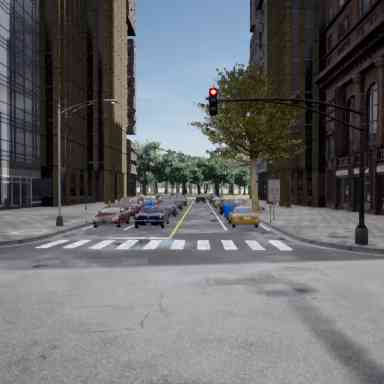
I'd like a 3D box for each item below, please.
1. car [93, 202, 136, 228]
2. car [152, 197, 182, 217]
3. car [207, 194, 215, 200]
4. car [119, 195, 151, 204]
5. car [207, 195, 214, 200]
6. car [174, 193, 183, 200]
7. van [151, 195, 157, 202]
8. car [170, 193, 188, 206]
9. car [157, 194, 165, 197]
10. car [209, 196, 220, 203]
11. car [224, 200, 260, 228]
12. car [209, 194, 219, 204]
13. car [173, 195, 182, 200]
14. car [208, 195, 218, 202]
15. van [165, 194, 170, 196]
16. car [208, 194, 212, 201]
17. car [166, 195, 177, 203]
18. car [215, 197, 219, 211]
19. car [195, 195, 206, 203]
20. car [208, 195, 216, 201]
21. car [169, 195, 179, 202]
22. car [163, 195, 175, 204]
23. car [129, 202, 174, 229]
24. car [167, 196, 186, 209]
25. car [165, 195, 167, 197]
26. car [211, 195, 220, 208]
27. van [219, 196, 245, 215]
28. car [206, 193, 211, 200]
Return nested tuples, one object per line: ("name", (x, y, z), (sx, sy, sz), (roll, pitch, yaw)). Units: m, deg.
("car", (-5.202, 1.565, 21.968), (1.802, 1.307, 4.206), (-1, 0, 1))
("car", (-2.299, 1.474, 31.238), (1.837, 1.490, 4.892), (0, 0, 2))
("car", (4.831, 1.356, 84.395), (1.752, 1.417, 4.829), (0, 0, 1))
("car", (-5.068, 1.290, 27.647), (2.192, 1.841, 5.009), (-1, 0, 1))
("car", (4.965, 1.379, 89.903), (1.947, 1.339, 4.313), (0, 0, 1))
("car", (-3.560, 1.128, 90.104), (2.192, 1.841, 5.009), (0, 0, 1))
("van", (-4.931, 1.307, 33.325), (1.690, 1.788, 3.998), (-1, 0, 1))
("car", (-1.777, 1.276, 51.118), (2.097, 1.767, 4.553), (0, 0, 2))
("car", (-4.794, 1.269, 39.003), (2.192, 1.841, 5.009), (-1, 0, 1))
("car", (4.416, 1.431, 67.193), (2.008, 1.369, 4.403), (-1, 0, 1))
("car", (3.324, 1.508, 21.941), (1.752, 1.417, 4.829), (-1, 0, 1))
("car", (4.006, 1.471, 50.160), (1.887, 1.381, 4.507), (-1, 0, 1))
("car", (-3.695, 1.375, 84.427), (1.887, 1.381, 4.507), (0, 0, 1))
("car", (4.554, 1.415, 72.870), (2.008, 1.369, 4.403), (-1, 0, 1))
("van", (-4.382, 1.253, 56.037), (1.690, 1.788, 3.998), (0, 0, 1))
("car", (4.143, 1.462, 55.838), (2.008, 1.369, 4.403), (-1, 0, 1))
("car", (-4.106, 1.425, 67.393), (1.887, 1.381, 4.507), (0, 0, 1))
("car", (3.595, 1.531, 33.128), (1.947, 1.339, 4.313), (-1, 0, 1))
("car", (1.725, 1.385, 65.774), (1.837, 1.490, 4.892), (0, -1, 1))
("car", (4.691, 1.430, 78.548), (1.802, 1.307, 4.206), (0, 0, 1))
("car", (-3.969, 1.446, 73.071), (1.802, 1.307, 4.206), (0, 0, 1))
("car", (-4.244, 1.336, 61.715), (1.967, 1.590, 4.097), (0, 0, 1))
("car", (-2.529, 1.584, 21.901), (1.895, 1.301, 4.718), (0, 0, 1))
("car", (-2.070, 1.551, 40.609), (1.895, 1.301, 4.718), (0, 0, 1))
("car", (-4.654, 1.491, 44.682), (2.008, 1.369, 4.403), (-1, 0, 1))
("car", (3.873, 1.466, 44.653), (1.752, 1.417, 4.829), (-1, 0, 1))
("van", (3.455, 1.316, 27.450), (1.690, 1.788, 3.998), (-1, 0, 1))
("car", (4.277, 1.211, 61.515), (2.192, 1.841, 5.009), (-1, 0, 1))
